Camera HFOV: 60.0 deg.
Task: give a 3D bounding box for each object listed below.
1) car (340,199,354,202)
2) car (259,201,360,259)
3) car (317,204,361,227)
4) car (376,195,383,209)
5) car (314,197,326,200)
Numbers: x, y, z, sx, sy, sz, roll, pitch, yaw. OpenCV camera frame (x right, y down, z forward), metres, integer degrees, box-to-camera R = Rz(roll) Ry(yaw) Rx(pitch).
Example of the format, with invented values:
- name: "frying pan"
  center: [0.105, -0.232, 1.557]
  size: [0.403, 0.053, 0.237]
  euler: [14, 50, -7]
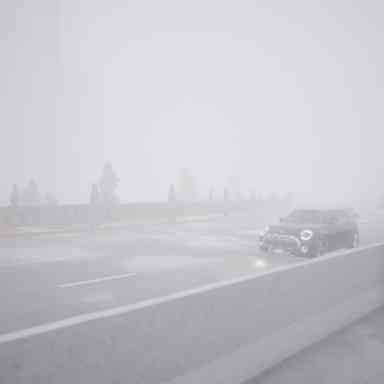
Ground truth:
- name: "car"
  center: [28.628, 1.931, 61.259]
  size: [1.994, 1.385, 4.181]
  euler: [0, 0, 13]
- name: "car"
  center: [4.523, 1.392, 12.618]
  size: [4.553, 1.767, 2.097]
  euler: [0, 0, -43]
- name: "car"
  center: [11.016, 1.657, 24.694]
  size: [1.994, 1.385, 4.181]
  euler: [0, 0, 38]
- name: "car"
  center: [28.492, 1.468, 48.594]
  size: [2.150, 2.045, 5.566]
  euler: [0, 0, 21]
- name: "car"
  center: [26.342, 1.856, 68.420]
  size: [1.882, 1.535, 5.008]
  euler: [0, -1, 10]
